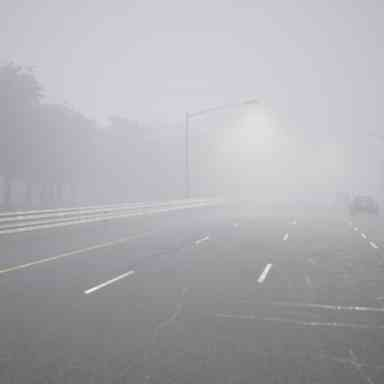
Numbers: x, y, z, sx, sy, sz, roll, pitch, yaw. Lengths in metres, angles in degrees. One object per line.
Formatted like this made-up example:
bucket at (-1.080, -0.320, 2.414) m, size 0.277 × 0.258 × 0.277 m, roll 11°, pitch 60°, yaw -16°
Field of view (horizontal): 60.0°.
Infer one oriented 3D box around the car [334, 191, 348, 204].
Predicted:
car at (23.292, 0.847, 51.613) m, size 2.150 × 2.045 × 5.566 m, roll 0°, pitch 0°, yaw 23°

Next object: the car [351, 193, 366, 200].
car at (37.404, 0.910, 74.678) m, size 1.882 × 1.535 × 5.008 m, roll 0°, pitch 0°, yaw 41°

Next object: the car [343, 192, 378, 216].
car at (15.211, 1.124, 29.915) m, size 2.097 × 1.767 × 4.553 m, roll 0°, pitch 0°, yaw 20°
